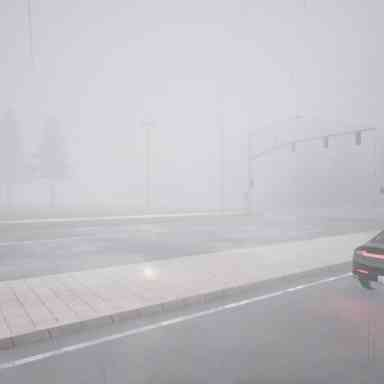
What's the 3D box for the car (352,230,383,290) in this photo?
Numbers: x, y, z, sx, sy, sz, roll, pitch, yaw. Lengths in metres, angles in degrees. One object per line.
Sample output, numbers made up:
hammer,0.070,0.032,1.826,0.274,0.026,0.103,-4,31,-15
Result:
car,5.717,1.491,7.848,4.902,1.511,2.128,0,0,-36
